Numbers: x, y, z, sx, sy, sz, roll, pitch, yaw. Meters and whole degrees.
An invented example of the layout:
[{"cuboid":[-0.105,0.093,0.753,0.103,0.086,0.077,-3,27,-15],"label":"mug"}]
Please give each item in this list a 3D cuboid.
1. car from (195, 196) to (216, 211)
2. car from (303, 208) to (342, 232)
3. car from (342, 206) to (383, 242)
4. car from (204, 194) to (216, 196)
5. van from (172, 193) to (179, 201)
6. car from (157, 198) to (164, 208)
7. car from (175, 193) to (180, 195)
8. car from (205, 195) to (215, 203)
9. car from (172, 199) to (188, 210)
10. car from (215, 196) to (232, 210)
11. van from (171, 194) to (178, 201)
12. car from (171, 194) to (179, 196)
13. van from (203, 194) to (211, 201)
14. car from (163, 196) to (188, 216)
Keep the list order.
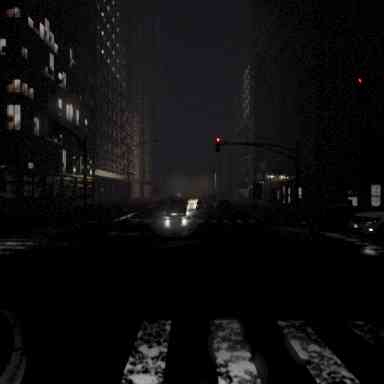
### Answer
[{"cuboid":[1.412,1.542,39.979,2.033,1.411,5.357,0,0,0],"label":"car"},{"cuboid":[9.376,1.707,20.742,4.674,1.442,1.812,1,0,3],"label":"car"},{"cuboid":[11.173,1.439,17.196,5.566,2.045,2.150,1,0,-3],"label":"car"},{"cuboid":[3.769,1.283,63.928,2.192,1.841,5.009,0,0,0],"label":"car"},{"cuboid":[-4.210,1.274,86.004,1.690,1.788,3.998,0,0,0],"label":"van"},{"cuboid":[-4.037,1.570,47.311,1.802,1.307,4.206,0,0,0],"label":"car"},{"cuboid":[-4.160,1.391,74.949,1.967,1.590,4.097,0,0,0],"label":"car"},{"cuboid":[3.744,1.399,69.457,1.967,1.590,4.097,0,0,0],"label":"car"},{"cuboid":[-1.542,1.593,43.451,1.895,1.301,4.718,0,0,0],"label":"car"},{"cuboid":[3.917,1.559,41.820,1.947,1.339,4.313,0,0,0],"label":"car"},{"cuboid":[-4.185,1.283,80.476,1.690,1.788,3.998,0,0,0],"label":"van"},{"cuboid":[-4.111,1.533,63.894,1.947,1.339,4.313,0,0,0],"label":"car"},{"cuboid":[3.695,1.283,80.512,1.690,1.788,3.998,0,0,0],"label":"van"},{"cuboid":[-1.507,1.479,33.319,1.882,1.535,5.008,0,0,0],"label":"car"}]
